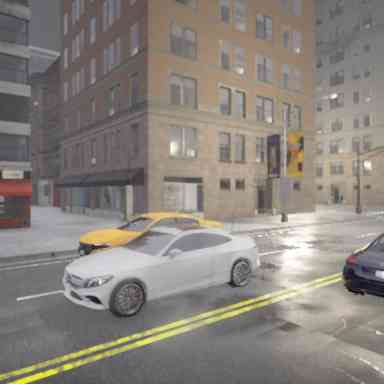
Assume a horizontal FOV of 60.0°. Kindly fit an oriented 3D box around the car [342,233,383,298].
[{"bbox_3d":[5.179,1.516,7.494,4.181,1.385,1.994,0,0,-39],"label":"car"}]

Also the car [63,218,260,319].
[{"bbox_3d":[-0.431,1.502,7.506,4.674,1.442,1.812,0,0,-38],"label":"car"}]

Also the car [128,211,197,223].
[{"bbox_3d":[-1.173,1.445,11.047,5.008,1.535,1.882,0,0,-38],"label":"car"}]
